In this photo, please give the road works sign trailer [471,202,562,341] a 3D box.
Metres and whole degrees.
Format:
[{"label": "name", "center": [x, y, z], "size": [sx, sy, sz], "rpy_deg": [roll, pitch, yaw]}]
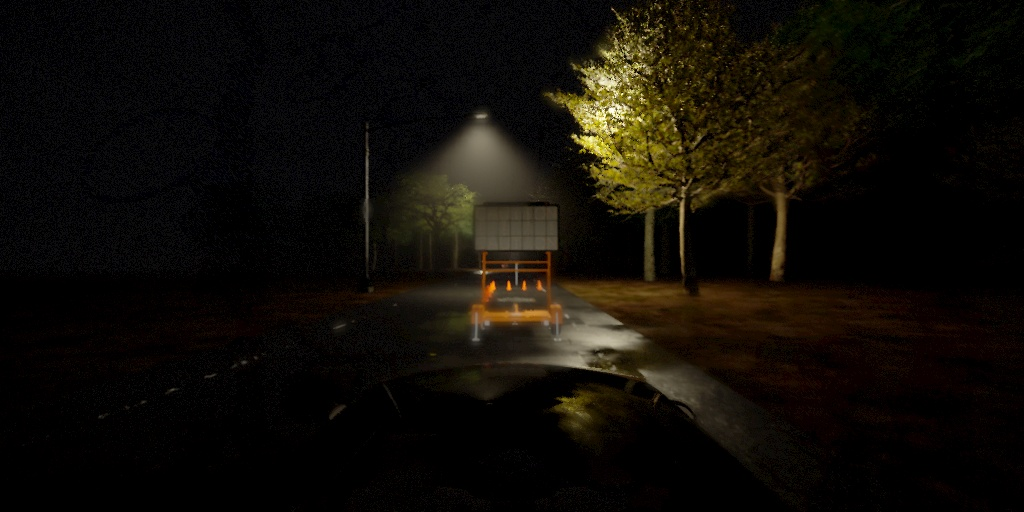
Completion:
[{"label": "road works sign trailer", "center": [0.136, 0.289, 10.152], "size": [2.380, 3.560, 2.880], "rpy_deg": [0, 0, 1]}]
